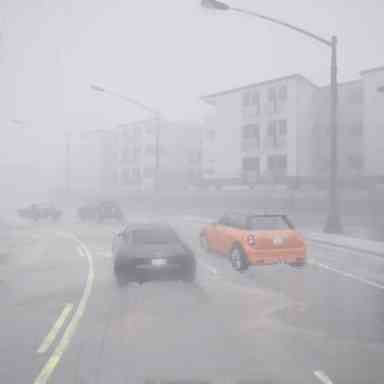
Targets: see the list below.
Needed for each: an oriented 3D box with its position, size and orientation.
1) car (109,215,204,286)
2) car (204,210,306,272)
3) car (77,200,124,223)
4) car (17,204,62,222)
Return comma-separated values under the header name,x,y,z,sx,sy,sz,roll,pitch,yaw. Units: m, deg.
name,x,y,z,sx,sy,sz,roll,pitch,yaw
car,-1.257,1.585,9.601,1.994,1.385,4.181,0,0,-14
car,1.828,1.392,11.313,2.097,1.767,4.553,0,0,-15
car,-7.346,1.392,26.475,2.097,1.767,4.553,0,0,-43
car,-12.333,1.618,26.694,4.718,1.301,1.895,0,0,44
